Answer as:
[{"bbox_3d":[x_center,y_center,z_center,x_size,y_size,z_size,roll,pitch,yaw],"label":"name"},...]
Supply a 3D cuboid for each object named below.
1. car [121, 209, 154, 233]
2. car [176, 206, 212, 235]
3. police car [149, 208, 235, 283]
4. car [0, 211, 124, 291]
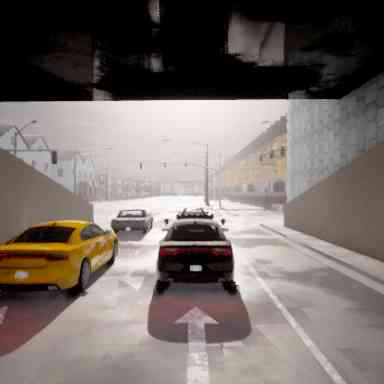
[{"bbox_3d":[-3.413,1.669,19.924,1.895,1.301,4.718,0,0,0],"label":"car"},{"bbox_3d":[0.086,1.633,20.127,1.994,1.385,4.181,0,0,0],"label":"car"},{"bbox_3d":[0.090,1.459,9.863,1.930,1.638,5.238,0,0,0],"label":"police car"},{"bbox_3d":[-3.408,1.509,9.133,1.882,1.535,5.008,0,0,0],"label":"car"}]
